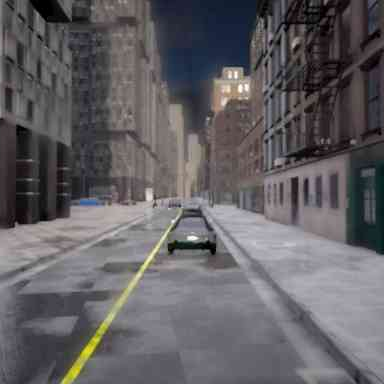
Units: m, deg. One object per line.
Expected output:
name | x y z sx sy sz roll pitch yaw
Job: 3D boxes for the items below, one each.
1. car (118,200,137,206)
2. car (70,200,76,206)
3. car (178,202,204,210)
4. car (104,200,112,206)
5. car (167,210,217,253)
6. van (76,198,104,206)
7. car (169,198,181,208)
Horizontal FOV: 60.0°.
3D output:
car | -14.459 2.399 74.173 4.206 1.307 1.802 0 -1 0
car | -25.757 2.447 74.186 4.403 1.369 2.008 0 -1 0
car | 0.008 1.789 29.300 1.837 1.490 4.892 0 0 0
car | -20.108 2.423 74.179 4.313 1.339 1.947 0 -1 0
car | 0.006 1.701 14.330 1.994 1.385 4.181 0 0 0
van | -20.110 2.043 65.658 3.998 1.788 1.690 0 -1 0
car | -2.995 1.899 59.094 2.097 1.767 4.553 0 0 0
